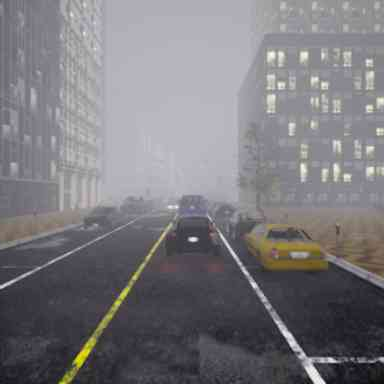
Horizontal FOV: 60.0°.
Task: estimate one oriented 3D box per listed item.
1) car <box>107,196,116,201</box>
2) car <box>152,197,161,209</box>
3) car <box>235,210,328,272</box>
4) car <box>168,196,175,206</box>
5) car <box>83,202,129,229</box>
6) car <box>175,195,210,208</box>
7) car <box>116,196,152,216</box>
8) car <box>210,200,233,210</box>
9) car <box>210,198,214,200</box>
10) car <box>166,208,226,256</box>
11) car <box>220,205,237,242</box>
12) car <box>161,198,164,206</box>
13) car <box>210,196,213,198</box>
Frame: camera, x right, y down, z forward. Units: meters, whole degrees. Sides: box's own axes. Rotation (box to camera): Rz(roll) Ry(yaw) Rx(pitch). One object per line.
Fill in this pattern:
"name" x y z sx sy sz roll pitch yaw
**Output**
"car" -17.431 1.575 76.720 4.206 1.307 1.802 0 0 0
"car" -5.667 1.560 44.552 1.887 1.381 4.507 0 0 0
"car" 2.672 1.525 10.557 1.752 1.417 4.829 0 0 0
"car" -3.036 1.517 56.389 2.128 1.511 4.902 0 0 0
"car" -5.676 1.568 21.795 1.947 1.339 4.313 0 0 0
"car" 0.049 1.226 26.852 2.150 2.045 5.566 0 0 1
"car" -5.670 1.322 33.173 2.192 1.841 5.009 0 0 0
"car" 2.673 1.570 27.453 1.947 1.339 4.313 0 0 0
"car" 2.676 1.573 33.143 1.947 1.339 4.313 0 0 0
"car" 0.054 1.565 13.175 1.994 1.385 4.181 0 0 0
"car" 2.670 1.551 16.076 2.008 1.369 4.403 0 0 0
"car" -5.662 1.591 55.929 1.947 1.339 4.313 0 0 0
"car" 2.683 1.602 50.210 1.802 1.307 4.206 0 0 0
